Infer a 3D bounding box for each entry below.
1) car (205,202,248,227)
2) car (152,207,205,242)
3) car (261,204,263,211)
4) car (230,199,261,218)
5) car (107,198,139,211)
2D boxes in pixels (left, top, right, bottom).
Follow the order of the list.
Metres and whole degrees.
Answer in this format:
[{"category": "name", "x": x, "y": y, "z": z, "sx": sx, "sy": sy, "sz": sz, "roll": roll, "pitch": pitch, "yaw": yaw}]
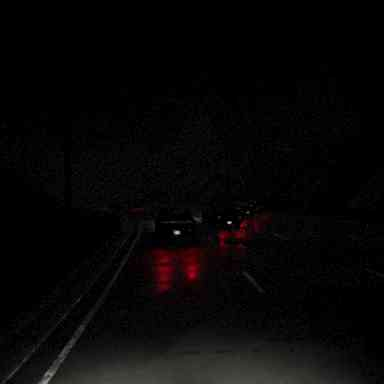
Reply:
[{"category": "car", "x": 1.901, "y": 1.568, "z": 22.352, "sx": 1.895, "sy": 1.301, "sz": 4.718, "roll": -1, "pitch": 0, "yaw": -9}, {"category": "car", "x": -0.889, "y": 1.492, "z": 16.400, "sx": 2.128, "sy": 1.511, "sz": 4.902, "roll": -1, "pitch": 0, "yaw": -6}, {"category": "car", "x": 5.754, "y": 1.444, "z": 35.262, "sx": 1.812, "sy": 1.442, "sz": 4.674, "roll": 0, "pitch": 0, "yaw": -20}, {"category": "car", "x": 3.950, "y": 1.467, "z": 29.221, "sx": 1.812, "sy": 1.442, "sz": 4.674, "roll": 0, "pitch": 0, "yaw": -15}, {"category": "car", "x": -9.282, "y": 1.625, "z": 42.972, "sx": 2.033, "sy": 1.411, "sz": 5.357, "roll": 0, "pitch": 0, "yaw": -34}]
